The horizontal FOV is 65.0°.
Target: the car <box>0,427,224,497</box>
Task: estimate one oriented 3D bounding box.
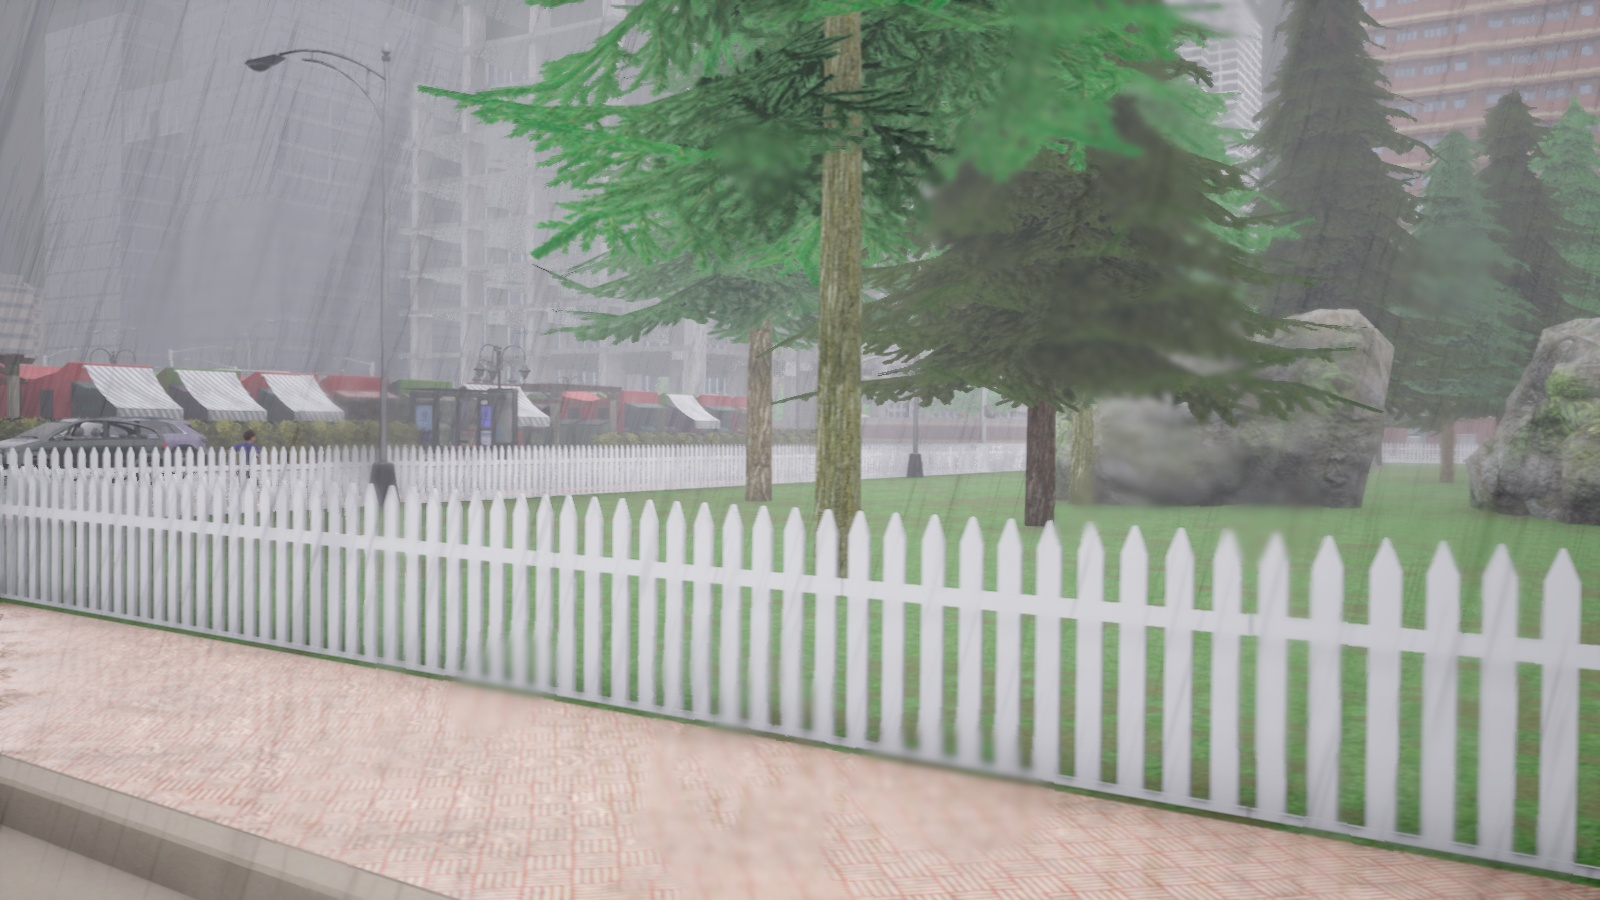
[{"bbox_3d":[-17.749,0.245,32.452,2.033,1.649,4.856,0,1,32],"label":"car"}]

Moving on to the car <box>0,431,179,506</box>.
[{"bbox_3d":[-16.260,0.352,28.243,1.789,1.549,3.705,0,1,32],"label":"car"}]

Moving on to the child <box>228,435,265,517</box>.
[{"bbox_3d":[-8.663,0.406,19.655,0.270,1.263,0.437,0,1,32],"label":"child"}]
